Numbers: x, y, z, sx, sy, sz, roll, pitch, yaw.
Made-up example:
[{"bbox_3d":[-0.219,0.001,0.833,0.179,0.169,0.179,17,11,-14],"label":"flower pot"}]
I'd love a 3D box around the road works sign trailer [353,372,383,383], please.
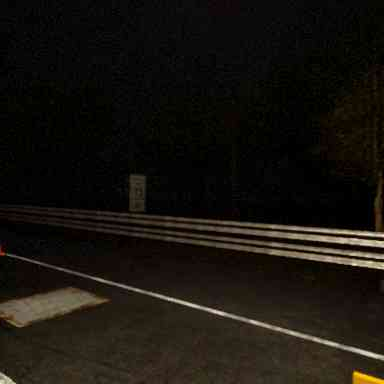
[{"bbox_3d":[2.719,0.510,2.345,2.880,3.560,2.380,1,0,38],"label":"road works sign trailer"}]

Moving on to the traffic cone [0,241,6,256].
[{"bbox_3d":[-6.666,1.882,11.484,0.340,0.580,0.340,1,0,38],"label":"traffic cone"}]
